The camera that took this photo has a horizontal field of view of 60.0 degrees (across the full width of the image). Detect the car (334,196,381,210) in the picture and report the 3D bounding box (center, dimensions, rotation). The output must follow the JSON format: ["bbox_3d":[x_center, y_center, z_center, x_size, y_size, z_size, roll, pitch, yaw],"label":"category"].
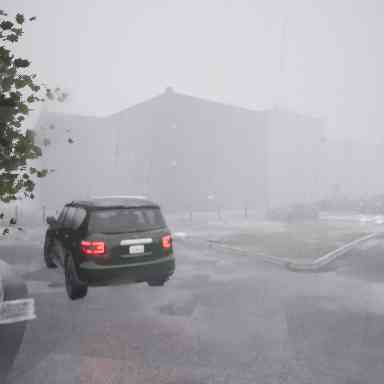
[{"bbox_3d":[19.785,1.295,40.001,2.002,1.452,4.674,-1,0,-40],"label":"car"}]

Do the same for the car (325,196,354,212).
[{"bbox_3d":[17.664,1.283,38.240,2.097,1.535,5.008,-1,0,-40],"label":"car"}]

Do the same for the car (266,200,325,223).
[{"bbox_3d":[7.562,1.499,24.925,4.181,1.385,1.994,-1,0,-32],"label":"car"}]

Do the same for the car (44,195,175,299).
[{"bbox_3d":[-2.457,1.221,8.854,2.150,2.045,5.566,0,0,-31],"label":"car"}]

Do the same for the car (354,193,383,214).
[{"bbox_3d":[18.360,1.181,32.926,4.553,1.767,2.097,-1,0,-40],"label":"car"}]
